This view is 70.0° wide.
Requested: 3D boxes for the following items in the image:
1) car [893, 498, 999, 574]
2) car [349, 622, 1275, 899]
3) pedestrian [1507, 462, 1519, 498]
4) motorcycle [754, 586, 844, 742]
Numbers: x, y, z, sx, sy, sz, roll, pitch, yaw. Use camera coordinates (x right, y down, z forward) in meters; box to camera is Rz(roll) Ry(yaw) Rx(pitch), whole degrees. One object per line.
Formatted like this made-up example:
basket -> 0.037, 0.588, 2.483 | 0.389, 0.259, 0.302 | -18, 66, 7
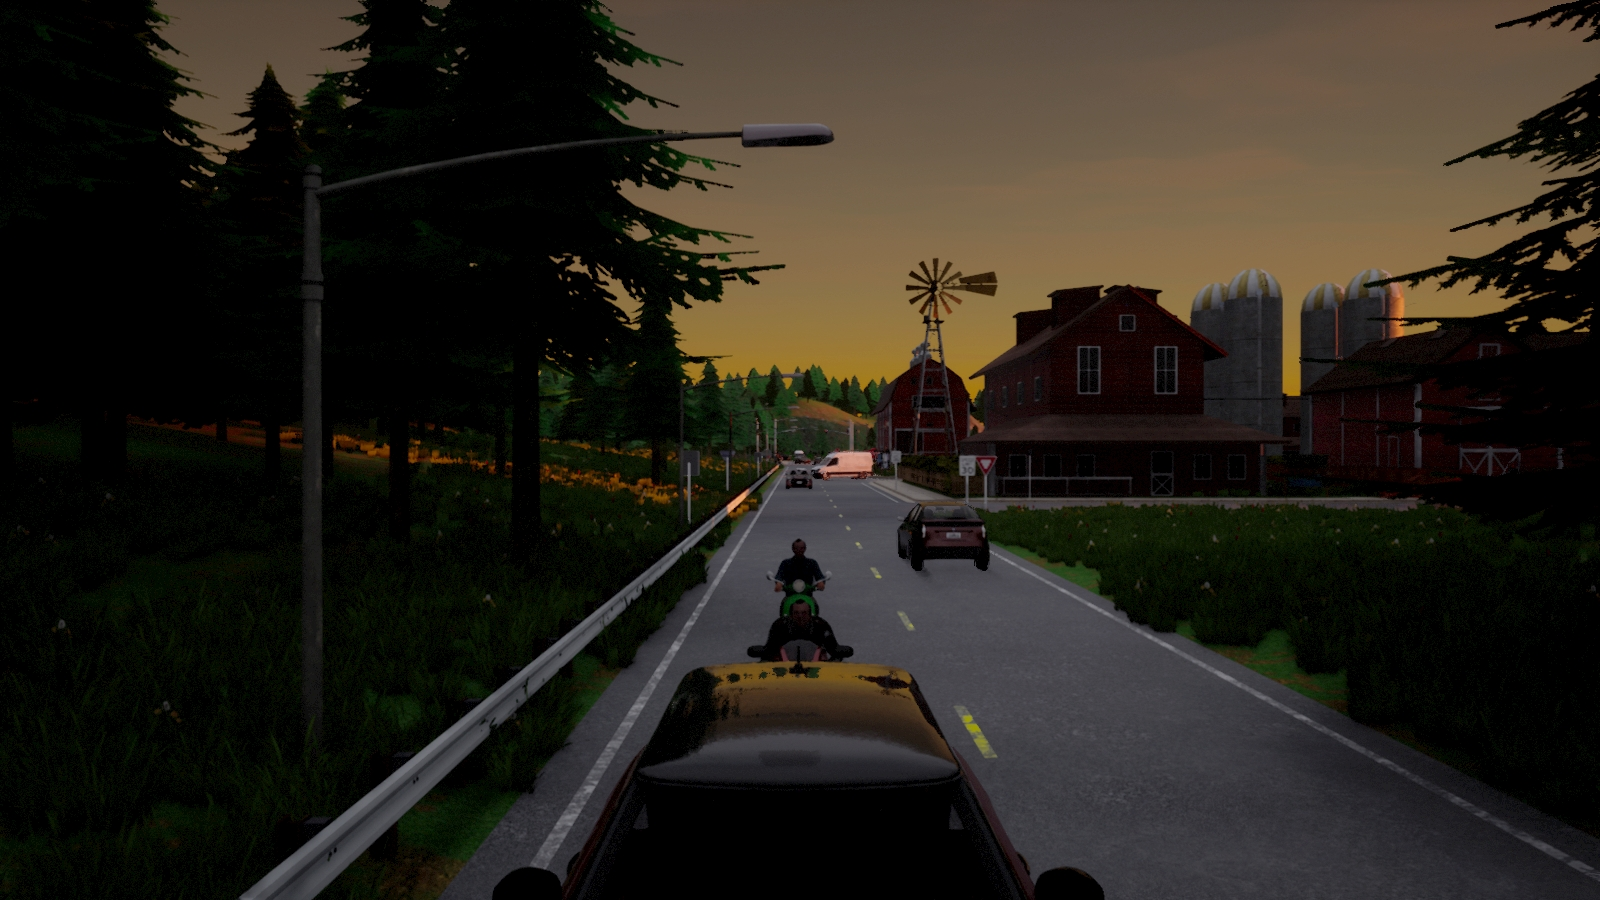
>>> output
car -> 3.474, 2.024, 27.988 | 2.007, 1.525, 4.514 | 0, 0, 0
car -> 0.025, 1.903, 4.507 | 2.097, 1.767, 4.553 | 0, 0, 0
pedestrian -> 36.538, 1.524, 58.570 | 0.375, 1.860, 0.375 | 0, 0, -10
motorcycle -> -0.012, 2.198, 12.124 | 0.867, 1.251, 2.209 | 0, 0, 0
